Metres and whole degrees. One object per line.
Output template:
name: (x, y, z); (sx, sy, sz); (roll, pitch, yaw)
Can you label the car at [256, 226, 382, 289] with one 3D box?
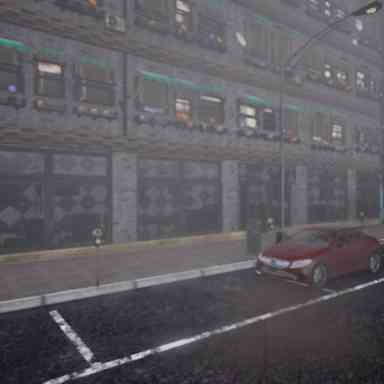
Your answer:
car: (3.631, 1.609, 9.153); (4.206, 1.307, 1.802); (0, 0, -35)
